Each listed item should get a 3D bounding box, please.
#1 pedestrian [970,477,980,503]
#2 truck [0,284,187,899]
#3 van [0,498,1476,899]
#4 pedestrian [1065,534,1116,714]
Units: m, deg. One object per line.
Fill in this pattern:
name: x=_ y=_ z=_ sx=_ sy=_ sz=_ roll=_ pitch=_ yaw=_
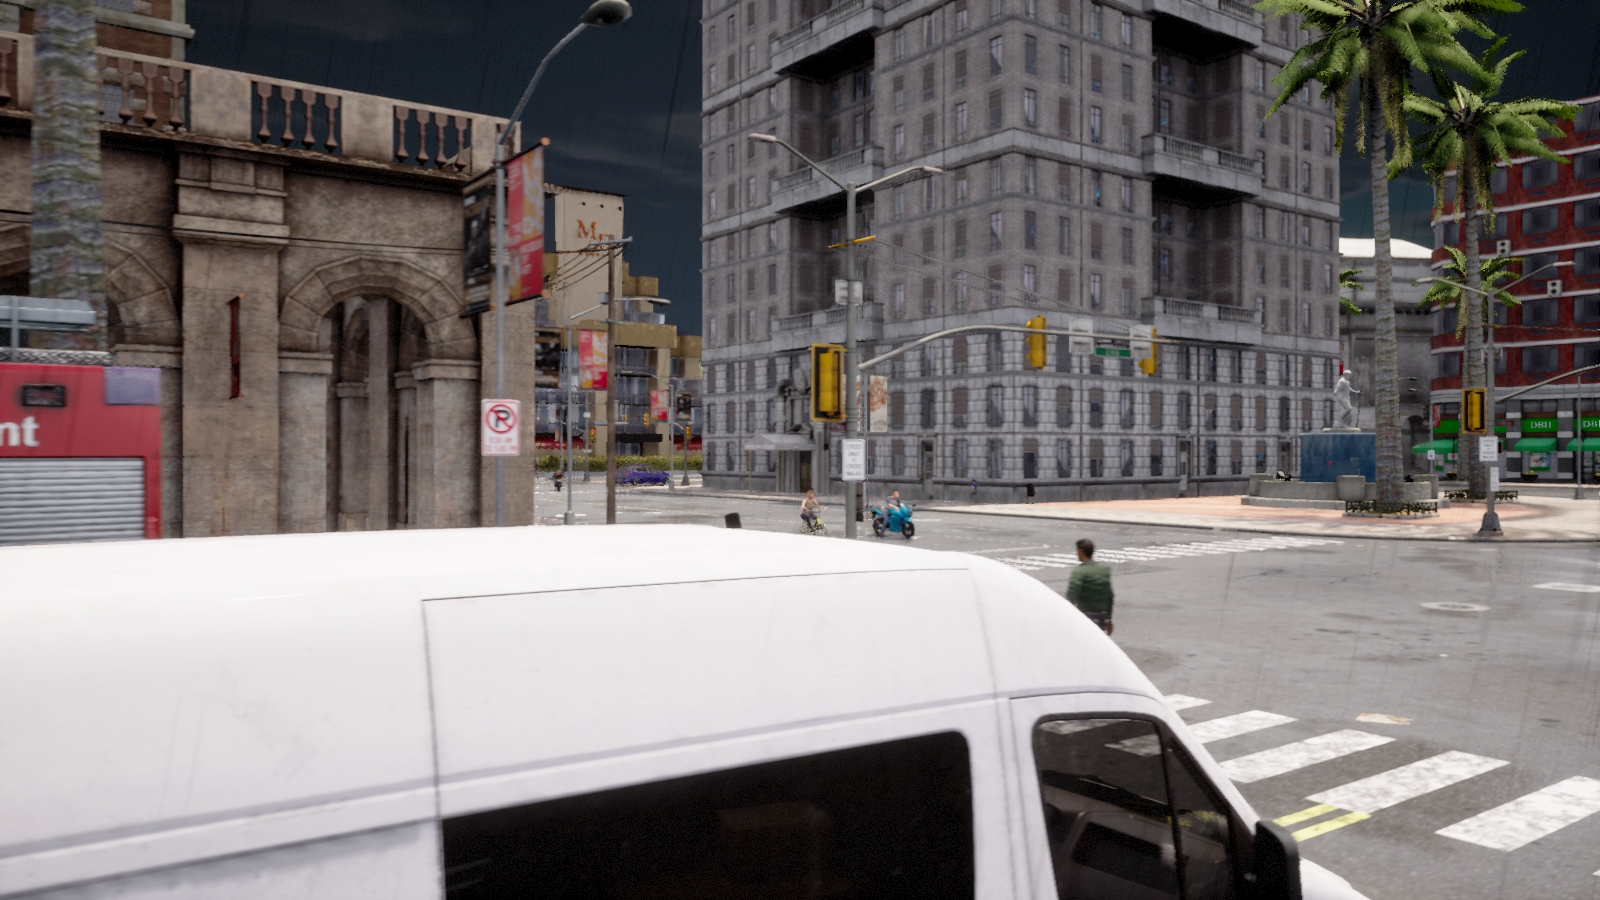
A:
pedestrian: x=8.733 y=2.008 z=57.050 sx=0.375 sy=1.300 sz=0.375 roll=0 pitch=0 yaw=-43
truck: x=-8.392 y=0.889 z=6.390 sx=8.468 sy=3.827 sz=2.891 roll=0 pitch=0 yaw=-35
van: x=-0.391 y=1.537 z=3.519 sx=5.915 sy=2.561 sz=1.988 roll=0 pitch=0 yaw=-35
pedestrian: x=3.126 y=1.856 z=12.307 sx=0.375 sy=1.860 sz=0.375 roll=0 pitch=0 yaw=-31
